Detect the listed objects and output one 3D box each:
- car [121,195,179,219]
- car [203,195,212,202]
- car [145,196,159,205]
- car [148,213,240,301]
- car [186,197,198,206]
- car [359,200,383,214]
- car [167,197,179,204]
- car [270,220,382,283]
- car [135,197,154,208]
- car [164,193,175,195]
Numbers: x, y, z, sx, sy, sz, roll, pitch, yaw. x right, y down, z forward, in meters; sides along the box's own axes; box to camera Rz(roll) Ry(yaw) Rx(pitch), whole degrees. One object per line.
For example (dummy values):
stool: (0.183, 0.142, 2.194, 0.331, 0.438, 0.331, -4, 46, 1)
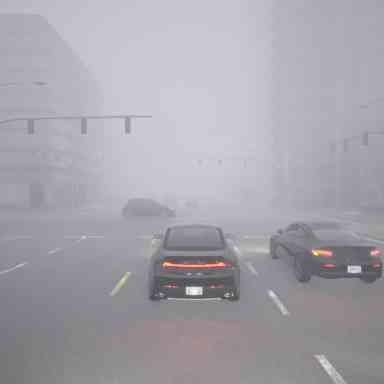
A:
car: (-3.638, 1.352, 28.482, 4.553, 1.767, 2.097, 0, 0, 1)
car: (3.494, 1.500, 74.673, 1.837, 1.490, 4.892, 0, 0, 0)
car: (-7.078, 1.477, 59.900, 1.882, 1.535, 5.008, 0, 0, 0)
car: (0.057, 1.505, 8.320, 1.837, 1.490, 4.892, 0, 0, 0)
car: (-0.006, 1.563, 53.543, 1.994, 1.385, 4.181, 0, 0, 1)
car: (20.841, 1.547, 35.441, 5.357, 1.411, 2.033, 0, 0, 1)
car: (-3.558, 1.601, 63.291, 1.895, 1.301, 4.718, 0, 0, 1)
car: (3.562, 1.526, 9.576, 1.812, 1.442, 4.674, 0, 0, 0)
car: (-7.105, 1.547, 50.077, 2.033, 1.411, 5.357, 0, 0, 0)
car: (-3.610, 1.221, 53.318, 2.150, 2.045, 5.566, 0, 0, 1)
